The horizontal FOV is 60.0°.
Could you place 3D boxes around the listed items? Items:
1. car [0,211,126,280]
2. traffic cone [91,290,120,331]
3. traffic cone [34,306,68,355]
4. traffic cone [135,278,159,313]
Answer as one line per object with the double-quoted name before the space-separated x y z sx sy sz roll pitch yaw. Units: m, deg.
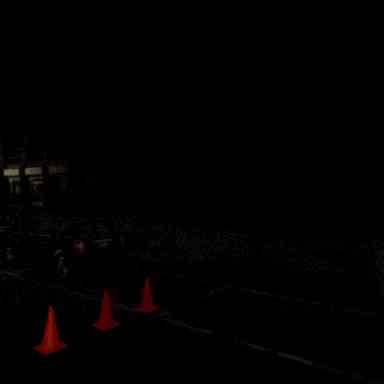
"car" -3.946 1.447 10.062 4.097 1.590 1.967 0 0 36
"traffic cone" -1.459 1.963 5.637 0.340 0.580 0.340 0 0 36
"traffic cone" -2.044 1.958 4.825 0.340 0.580 0.340 0 0 36
"traffic cone" -0.875 1.969 6.448 0.340 0.580 0.340 0 0 36
